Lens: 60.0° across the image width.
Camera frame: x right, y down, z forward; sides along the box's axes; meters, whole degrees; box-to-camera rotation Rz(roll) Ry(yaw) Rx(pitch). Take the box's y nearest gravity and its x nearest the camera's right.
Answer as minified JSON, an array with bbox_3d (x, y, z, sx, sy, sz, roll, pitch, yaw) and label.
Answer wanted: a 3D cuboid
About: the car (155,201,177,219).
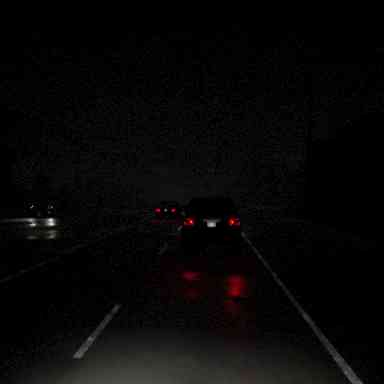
[{"bbox_3d":[-1.918,1.478,28.504,2.033,1.411,5.357,0,0,3],"label":"car"}]

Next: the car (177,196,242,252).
[{"bbox_3d":[0.808,1.187,13.912,2.150,2.045,5.566,0,0,3],"label":"car"}]

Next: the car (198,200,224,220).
[{"bbox_3d":[1.601,1.476,28.714,2.033,1.411,5.357,0,0,3],"label":"car"}]

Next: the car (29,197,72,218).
[{"bbox_3d":[-12.476,1.279,29.631,2.097,1.767,4.553,0,0,3],"label":"car"}]
